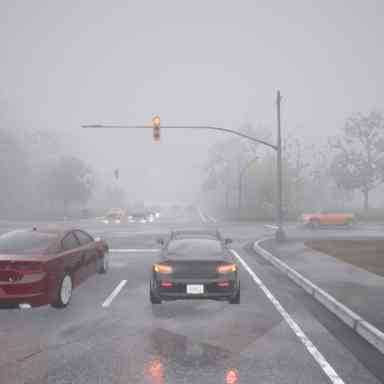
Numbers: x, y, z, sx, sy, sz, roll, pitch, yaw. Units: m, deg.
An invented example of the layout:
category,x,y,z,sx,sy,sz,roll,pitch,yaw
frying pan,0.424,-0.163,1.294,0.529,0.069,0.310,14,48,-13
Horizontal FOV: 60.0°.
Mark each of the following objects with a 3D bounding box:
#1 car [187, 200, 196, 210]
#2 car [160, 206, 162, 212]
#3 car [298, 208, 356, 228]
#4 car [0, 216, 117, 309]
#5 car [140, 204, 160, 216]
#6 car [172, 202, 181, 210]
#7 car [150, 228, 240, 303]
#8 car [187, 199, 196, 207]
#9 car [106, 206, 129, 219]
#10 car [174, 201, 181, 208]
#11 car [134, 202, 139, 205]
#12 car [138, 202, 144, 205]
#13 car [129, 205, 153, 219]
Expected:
category,x,y,z,sx,sy,sz,roll,pitch,yaw
car,-0.150,3.298,77.237,1.994,1.385,4.181,0,0,0
car,-7.151,3.305,66.660,2.128,1.511,4.902,0,0,0
car,11.504,2.160,28.617,4.553,1.767,2.097,0,-2,-2
car,-3.433,1.555,8.081,1.882,1.535,5.008,0,-1,0
car,-7.194,3.251,56.603,2.128,1.511,4.902,0,-1,0
car,-3.649,3.350,76.936,1.895,1.301,4.718,0,0,0
car,0.064,1.605,8.225,1.812,1.442,4.674,0,-1,0
car,-0.261,2.887,86.971,2.097,1.767,4.553,0,0,-4
car,-10.688,3.028,46.997,1.882,1.535,5.008,0,-2,0
car,-3.769,3.220,86.847,1.812,1.442,4.674,0,0,-4
car,-10.692,3.101,55.856,2.097,1.767,4.553,0,-1,0
car,-10.651,3.034,66.516,2.150,2.045,5.566,0,0,0
car,-7.178,3.032,47.133,1.882,1.535,5.008,0,-2,1
